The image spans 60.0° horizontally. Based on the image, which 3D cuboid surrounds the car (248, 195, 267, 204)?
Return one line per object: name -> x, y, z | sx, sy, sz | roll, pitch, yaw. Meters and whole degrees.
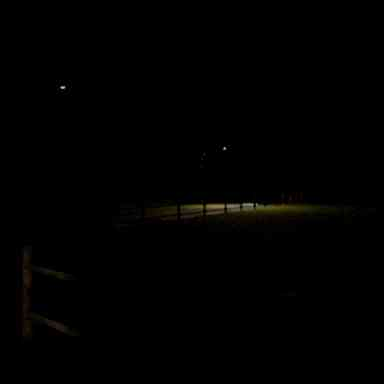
car -> 10.458, 1.133, 53.048 | 1.994, 1.385, 4.181 | 0, 0, 31
